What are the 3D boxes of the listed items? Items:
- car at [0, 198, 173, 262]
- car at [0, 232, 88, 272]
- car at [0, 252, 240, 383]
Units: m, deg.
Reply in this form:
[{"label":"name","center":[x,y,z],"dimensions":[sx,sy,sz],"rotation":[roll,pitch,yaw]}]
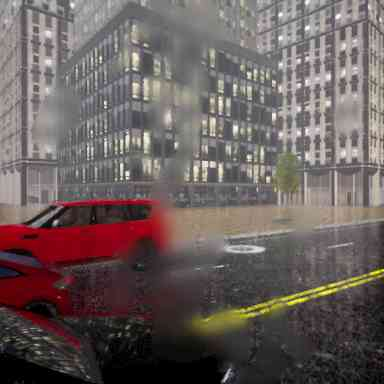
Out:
[{"label":"car","center":[-3.181,1.220,9.350],"dimensions":[5.566,2.045,2.150],"rotation":[0,0,-35]},{"label":"car","center":[-3.960,1.564,4.883],"dimensions":[4.181,1.385,1.994],"rotation":[0,0,-34]},{"label":"car","center":[-1.729,1.526,2.224],"dimensions":[4.674,1.442,1.812],"rotation":[0,0,-34]}]
